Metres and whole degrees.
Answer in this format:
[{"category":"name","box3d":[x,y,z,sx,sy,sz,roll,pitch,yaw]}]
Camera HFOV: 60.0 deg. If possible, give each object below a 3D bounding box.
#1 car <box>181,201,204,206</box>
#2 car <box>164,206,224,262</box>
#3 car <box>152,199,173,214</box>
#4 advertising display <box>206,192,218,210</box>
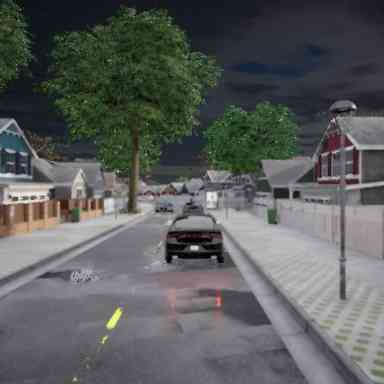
[{"category":"car","box3d":[0.080,1.596,30.073,1.837,1.490,4.892,0,0,0]},{"category":"car","box3d":[0.085,1.505,12.324,1.882,1.535,5.008,0,0,0]},{"category":"car","box3d":[-3.004,1.686,36.623,1.994,1.385,4.181,0,0,-2]},{"category":"advertising display","box3d":[2.644,1.181,43.997,1.540,2.440,0.280,1,1,-4]}]
